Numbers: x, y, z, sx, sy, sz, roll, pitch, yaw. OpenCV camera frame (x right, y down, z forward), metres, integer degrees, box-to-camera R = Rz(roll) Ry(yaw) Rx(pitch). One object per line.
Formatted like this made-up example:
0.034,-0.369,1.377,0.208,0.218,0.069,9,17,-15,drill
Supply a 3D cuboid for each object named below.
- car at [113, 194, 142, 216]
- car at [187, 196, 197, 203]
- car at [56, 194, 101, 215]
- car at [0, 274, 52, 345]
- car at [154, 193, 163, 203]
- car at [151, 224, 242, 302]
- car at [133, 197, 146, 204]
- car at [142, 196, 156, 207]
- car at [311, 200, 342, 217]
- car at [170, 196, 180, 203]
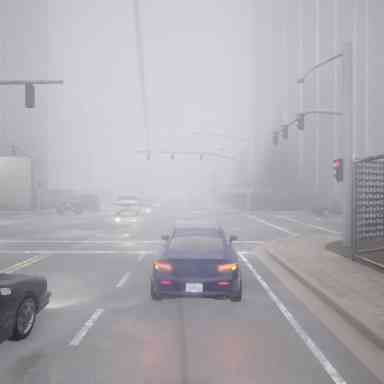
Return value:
-6.401,1.209,33.027,2.150,2.045,5.566,0,-1,-10,car
0.020,1.547,66.914,2.033,1.411,5.357,0,0,0,car
-11.507,1.207,34.145,2.150,2.045,5.566,1,-1,14,car
-3.443,1.547,3.464,2.033,1.411,5.357,0,0,1,car
-6.980,1.440,67.169,2.128,1.511,4.902,0,0,0,car
0.160,1.526,8.182,1.812,1.442,4.674,0,0,3,car
-10.480,1.608,67.140,1.895,1.301,4.718,0,0,0,car
-7.079,1.601,50.563,1.895,1.301,4.718,0,0,0,car
13.275,1.422,29.741,5.008,1.535,1.882,0,0,0,car
-3.480,1.547,66.915,2.033,1.411,5.357,0,0,0,car
